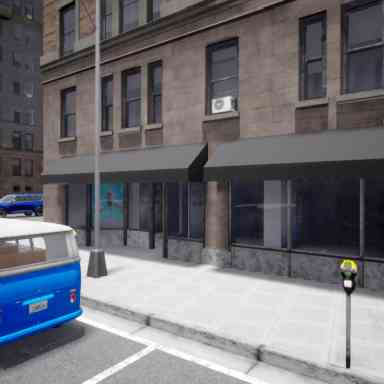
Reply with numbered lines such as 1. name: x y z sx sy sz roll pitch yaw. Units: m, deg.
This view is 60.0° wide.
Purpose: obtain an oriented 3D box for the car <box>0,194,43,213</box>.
1. car: -15.445 1.213 29.368 2.150 2.045 5.566 0 0 35

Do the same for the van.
1. van: -3.622 1.341 5.660 3.998 1.788 1.690 0 0 36
